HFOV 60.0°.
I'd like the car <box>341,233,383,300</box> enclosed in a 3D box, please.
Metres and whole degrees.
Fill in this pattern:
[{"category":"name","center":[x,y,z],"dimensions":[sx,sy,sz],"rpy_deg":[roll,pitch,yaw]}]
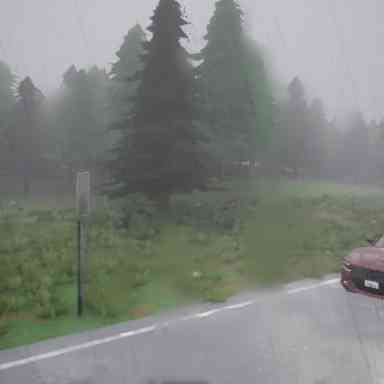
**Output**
[{"category":"car","center":[5.543,1.547,7.946],"dimensions":[5.008,1.535,1.882],"rpy_deg":[1,0,-35]}]
